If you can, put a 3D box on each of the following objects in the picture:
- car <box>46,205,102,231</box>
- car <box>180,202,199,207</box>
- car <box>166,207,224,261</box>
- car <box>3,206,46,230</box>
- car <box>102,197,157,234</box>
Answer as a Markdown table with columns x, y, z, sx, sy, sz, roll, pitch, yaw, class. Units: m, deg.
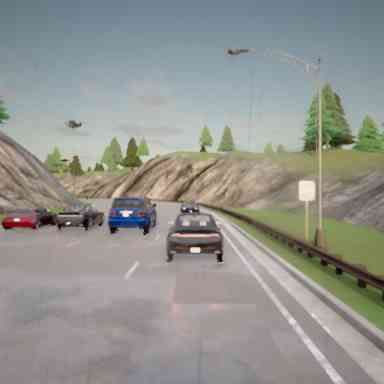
| x | y | z | sx | sy | sz | roll | pitch | yaw | class |
| --- | --- | --- | --- | --- | --- | --- | --- | --- | --- |
| -6.903 | 1.550 | 20.943 | 2.128 | 1.511 | 4.902 | 0 | 0 | 0 | car |
| -0.334 | 1.698 | 35.558 | 1.895 | 1.301 | 4.718 | 0 | 0 | -4 | car |
| 0.100 | 1.526 | 12.369 | 2.128 | 1.511 | 4.902 | 0 | 0 | 0 | car |
| -10.406 | 1.625 | 21.766 | 1.994 | 1.385 | 4.181 | 0 | 0 | 0 | car |
| -3.401 | 1.278 | 19.792 | 2.150 | 2.045 | 5.566 | 0 | 0 | 0 | car |
